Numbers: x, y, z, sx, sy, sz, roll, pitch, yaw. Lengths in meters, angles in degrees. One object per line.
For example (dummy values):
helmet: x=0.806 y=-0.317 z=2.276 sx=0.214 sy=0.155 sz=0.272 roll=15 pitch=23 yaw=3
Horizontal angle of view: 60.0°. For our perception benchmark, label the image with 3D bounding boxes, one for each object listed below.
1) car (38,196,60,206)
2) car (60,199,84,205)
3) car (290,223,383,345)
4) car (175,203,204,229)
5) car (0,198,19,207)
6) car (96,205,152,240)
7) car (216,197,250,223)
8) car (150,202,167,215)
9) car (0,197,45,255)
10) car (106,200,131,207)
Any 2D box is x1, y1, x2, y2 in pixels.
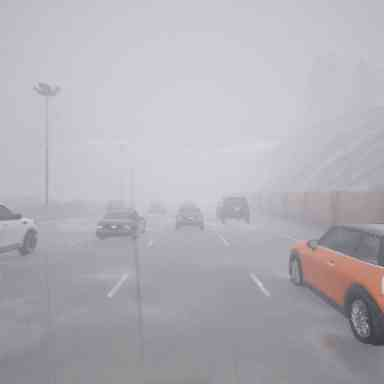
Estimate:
car: x=-21.681 y=1.852 z=51.406 sx=1.882 sy=1.535 sz=5.008 roll=0 pitch=0 yaw=-1
car: x=-18.181 y=1.814 z=51.456 sx=1.882 sy=1.535 sz=5.008 roll=0 pitch=0 yaw=-1
car: x=3.532 y=1.395 z=6.613 sx=2.097 sy=1.767 sz=4.553 roll=0 pitch=0 yaw=0
car: x=-0.175 y=1.695 z=22.898 sx=2.033 sy=1.411 sz=5.357 roll=0 pitch=0 yaw=-1
car: x=-28.680 y=1.602 z=51.309 sx=1.994 sy=1.385 sz=4.181 roll=0 pitch=0 yaw=-1
car: x=-3.600 y=1.662 z=17.653 sx=2.033 sy=1.411 sz=5.357 roll=0 pitch=0 yaw=-1
car: x=3.268 y=1.396 z=27.046 sx=2.150 sy=2.045 sz=5.566 roll=0 pitch=0 yaw=-1
car: x=-3.889 y=1.791 z=37.969 sx=2.033 sy=1.411 sz=5.357 roll=0 pitch=0 yaw=-1
car: x=-7.007 y=1.290 z=10.551 sx=2.150 sy=2.045 sz=5.566 roll=0 pitch=0 yaw=-1
car: x=-7.329 y=1.571 z=33.760 sx=2.097 sy=1.767 sz=4.553 roll=0 pitch=0 yaw=-1
